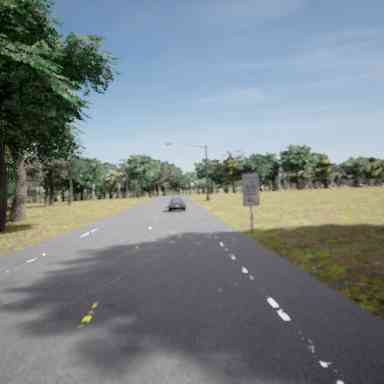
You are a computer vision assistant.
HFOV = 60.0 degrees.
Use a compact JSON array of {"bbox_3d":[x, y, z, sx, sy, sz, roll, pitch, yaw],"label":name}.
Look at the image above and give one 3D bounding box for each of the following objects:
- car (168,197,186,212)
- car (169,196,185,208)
[{"bbox_3d":[-1.709,1.475,38.320,1.994,1.385,4.181,-2,0,-2],"label":"car"},{"bbox_3d":[-2.151,1.392,47.082,2.033,1.411,5.357,-2,1,-2],"label":"car"}]
